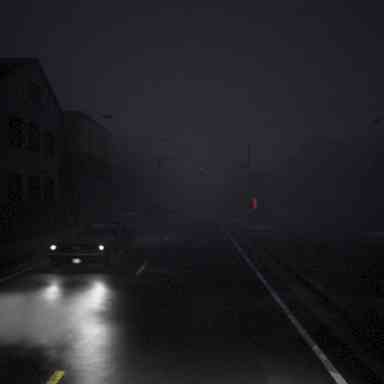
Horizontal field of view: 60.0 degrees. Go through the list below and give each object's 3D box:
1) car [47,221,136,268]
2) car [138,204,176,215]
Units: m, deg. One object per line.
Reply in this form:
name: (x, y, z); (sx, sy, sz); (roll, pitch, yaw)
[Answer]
car: (-3.363, 1.756, 12.016); (1.895, 1.301, 4.718); (0, -1, 1)
car: (-4.584, 2.195, 42.840); (5.357, 1.411, 2.033); (-1, -2, 37)
